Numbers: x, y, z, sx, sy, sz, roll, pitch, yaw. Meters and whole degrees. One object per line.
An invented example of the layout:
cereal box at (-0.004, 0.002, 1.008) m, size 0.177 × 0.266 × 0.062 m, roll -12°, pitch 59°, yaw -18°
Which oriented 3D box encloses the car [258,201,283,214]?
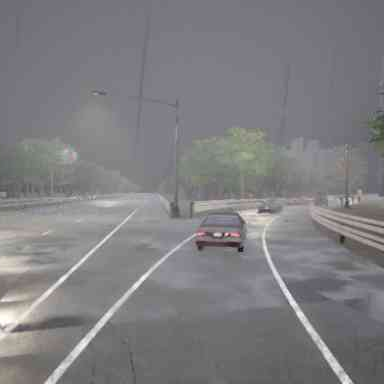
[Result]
car at (8.583, 1.619, 36.150) m, size 1.994 × 1.385 × 4.181 m, roll 0°, pitch 0°, yaw 26°

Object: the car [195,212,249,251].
car at (1.385, 1.561, 14.275) m, size 2.033 × 1.411 × 5.357 m, roll 0°, pitch 0°, yaw 11°
